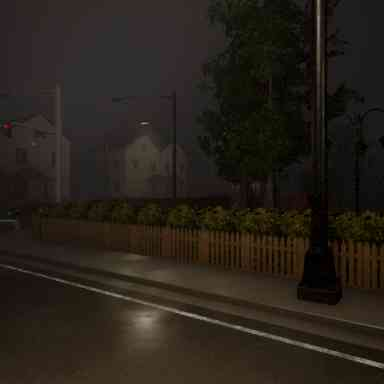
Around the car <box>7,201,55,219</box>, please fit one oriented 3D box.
[{"bbox_3d":[-13.761,1.526,29.413,1.812,1.442,4.674,0,0,35],"label":"car"}]

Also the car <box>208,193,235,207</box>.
[{"bbox_3d":[4.216,1.221,48.863,2.150,2.045,5.566,0,0,35],"label":"car"}]
